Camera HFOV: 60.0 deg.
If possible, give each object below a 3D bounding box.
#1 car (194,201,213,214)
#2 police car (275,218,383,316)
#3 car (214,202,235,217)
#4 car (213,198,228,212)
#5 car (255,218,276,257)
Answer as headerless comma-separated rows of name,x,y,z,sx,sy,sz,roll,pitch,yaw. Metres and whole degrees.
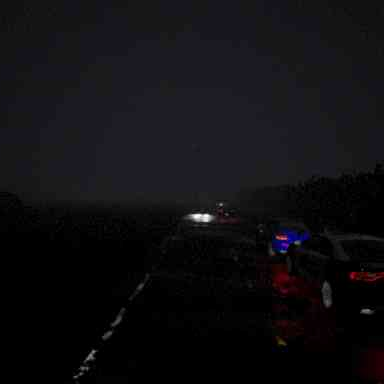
car,1.309,2.058,44.410,2.128,1.511,4.902,2,-1,2
police car,3.726,1.652,8.269,1.930,1.638,5.238,2,-1,2
car,3.947,2.195,38.962,1.895,1.301,4.718,2,-1,2
car,4.243,1.941,49.871,2.150,2.045,5.566,2,-1,2
car,3.912,1.830,14.154,1.812,1.442,4.674,2,-1,2
